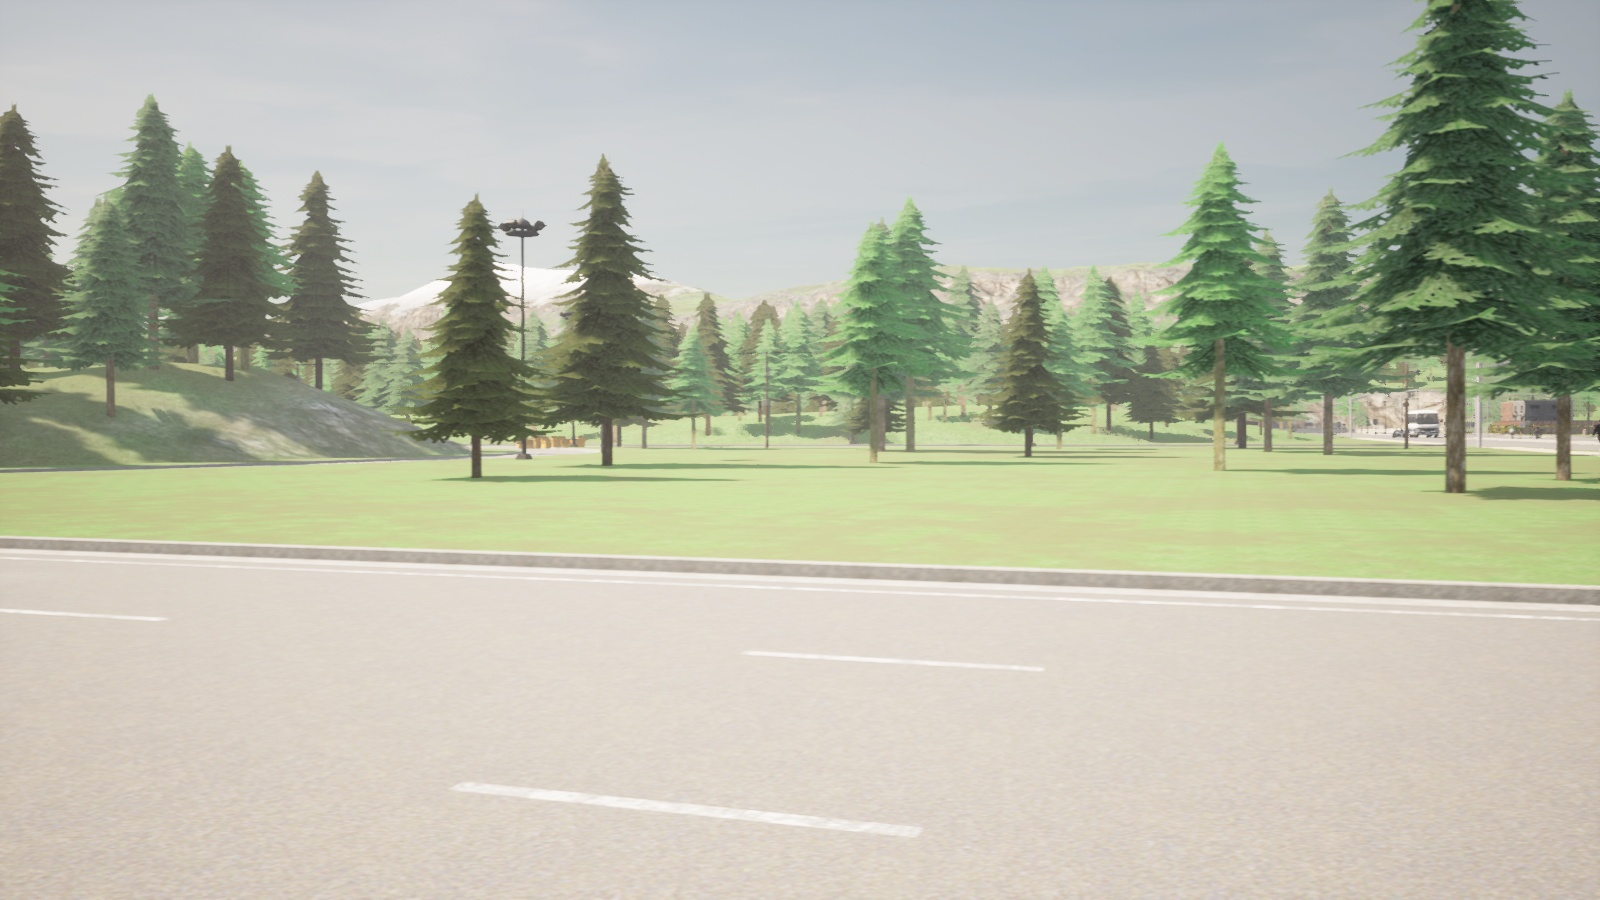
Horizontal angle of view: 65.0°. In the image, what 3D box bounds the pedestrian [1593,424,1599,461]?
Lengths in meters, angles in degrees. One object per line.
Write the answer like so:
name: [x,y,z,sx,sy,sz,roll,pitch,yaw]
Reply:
pedestrian: [39.773,-0.385,62.411,0.431,1.840,0.703,1,1,18]
